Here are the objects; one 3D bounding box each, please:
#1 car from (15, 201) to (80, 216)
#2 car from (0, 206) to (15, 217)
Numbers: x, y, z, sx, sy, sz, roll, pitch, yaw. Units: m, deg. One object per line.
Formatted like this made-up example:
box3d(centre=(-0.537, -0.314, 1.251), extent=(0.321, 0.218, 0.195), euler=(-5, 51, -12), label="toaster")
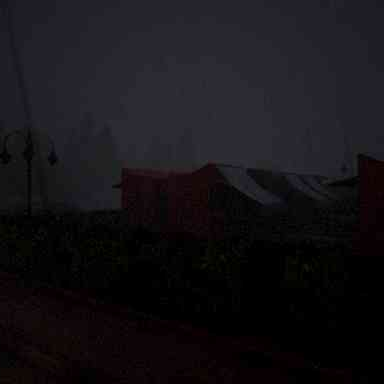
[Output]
box3d(centre=(-11.965, 1.538, 28.454), extent=(1.837, 1.490, 4.892), euler=(0, 0, 36), label="car")
box3d(centre=(-14.994, 1.595, 30.239), extent=(1.994, 1.385, 4.181), euler=(0, 0, 36), label="car")
